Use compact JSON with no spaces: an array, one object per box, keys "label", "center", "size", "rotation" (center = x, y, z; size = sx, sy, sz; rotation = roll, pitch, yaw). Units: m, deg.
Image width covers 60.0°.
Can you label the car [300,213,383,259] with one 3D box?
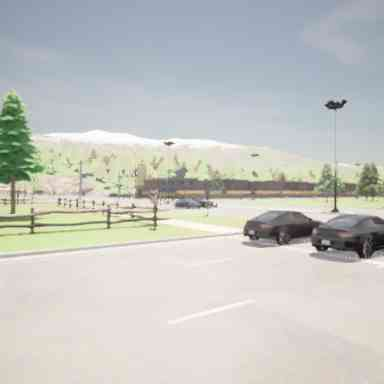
[{"label":"car","center":[6.441,1.551,12.660],"size":[4.674,1.442,1.812],"rotation":[0,0,-35]}]

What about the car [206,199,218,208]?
[{"label":"car","center":[1.772,1.551,47.784],"size":[2.128,1.511,4.902],"rotation":[0,0,-35]}]

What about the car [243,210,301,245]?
[{"label":"car","center":[4.428,1.551,15.523],"size":[4.674,1.442,1.812],"rotation":[0,0,-35]}]

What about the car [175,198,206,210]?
[{"label":"car","center":[-0.589,1.578,45.063],"size":[1.812,1.442,4.674],"rotation":[0,0,-35]}]
